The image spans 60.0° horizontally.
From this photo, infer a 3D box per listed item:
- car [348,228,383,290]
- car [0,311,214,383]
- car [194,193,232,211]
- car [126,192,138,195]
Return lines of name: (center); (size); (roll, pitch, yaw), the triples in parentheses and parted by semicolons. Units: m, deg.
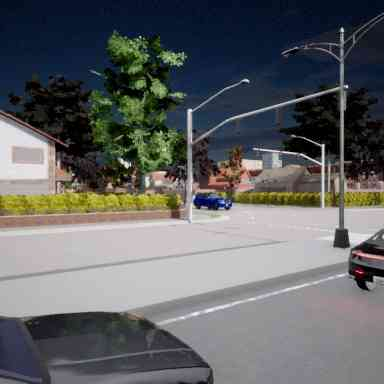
car: (5.592, 1.474, 7.733); (4.902, 1.511, 2.128); (0, 0, -35)
car: (-2.342, 1.543, 2.073); (5.357, 1.411, 2.033); (0, 0, -36)
car: (2.434, 1.120, 40.407); (2.150, 2.045, 5.566); (0, 0, -36)
car: (-9.719, 1.070, 57.271); (2.150, 2.045, 5.566); (0, 1, -36)
